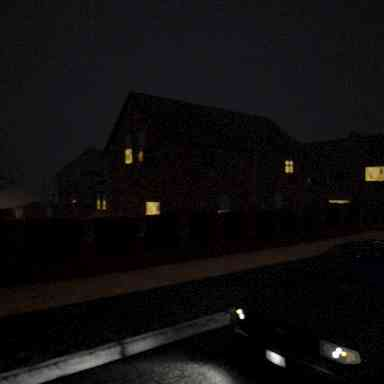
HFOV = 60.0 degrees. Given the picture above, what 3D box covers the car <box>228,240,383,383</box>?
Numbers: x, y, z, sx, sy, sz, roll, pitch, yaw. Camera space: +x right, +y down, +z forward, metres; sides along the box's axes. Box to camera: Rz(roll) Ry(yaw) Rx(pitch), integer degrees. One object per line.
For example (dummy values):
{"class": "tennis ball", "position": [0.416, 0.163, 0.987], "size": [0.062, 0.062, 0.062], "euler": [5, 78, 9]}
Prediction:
{"class": "car", "position": [3.097, 1.553, 5.482], "size": [5.357, 1.411, 2.033], "euler": [0, 0, -37]}
